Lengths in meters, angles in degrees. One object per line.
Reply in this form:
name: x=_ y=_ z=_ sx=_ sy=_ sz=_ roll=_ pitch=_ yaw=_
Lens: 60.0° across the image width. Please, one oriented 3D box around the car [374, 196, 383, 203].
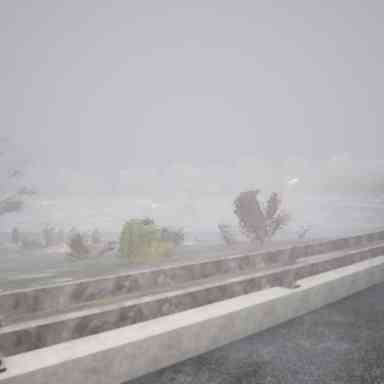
car: x=44.218 y=1.936 z=75.761 sx=1.812 sy=1.442 sz=4.674 roll=0 pitch=-1 yaw=3
